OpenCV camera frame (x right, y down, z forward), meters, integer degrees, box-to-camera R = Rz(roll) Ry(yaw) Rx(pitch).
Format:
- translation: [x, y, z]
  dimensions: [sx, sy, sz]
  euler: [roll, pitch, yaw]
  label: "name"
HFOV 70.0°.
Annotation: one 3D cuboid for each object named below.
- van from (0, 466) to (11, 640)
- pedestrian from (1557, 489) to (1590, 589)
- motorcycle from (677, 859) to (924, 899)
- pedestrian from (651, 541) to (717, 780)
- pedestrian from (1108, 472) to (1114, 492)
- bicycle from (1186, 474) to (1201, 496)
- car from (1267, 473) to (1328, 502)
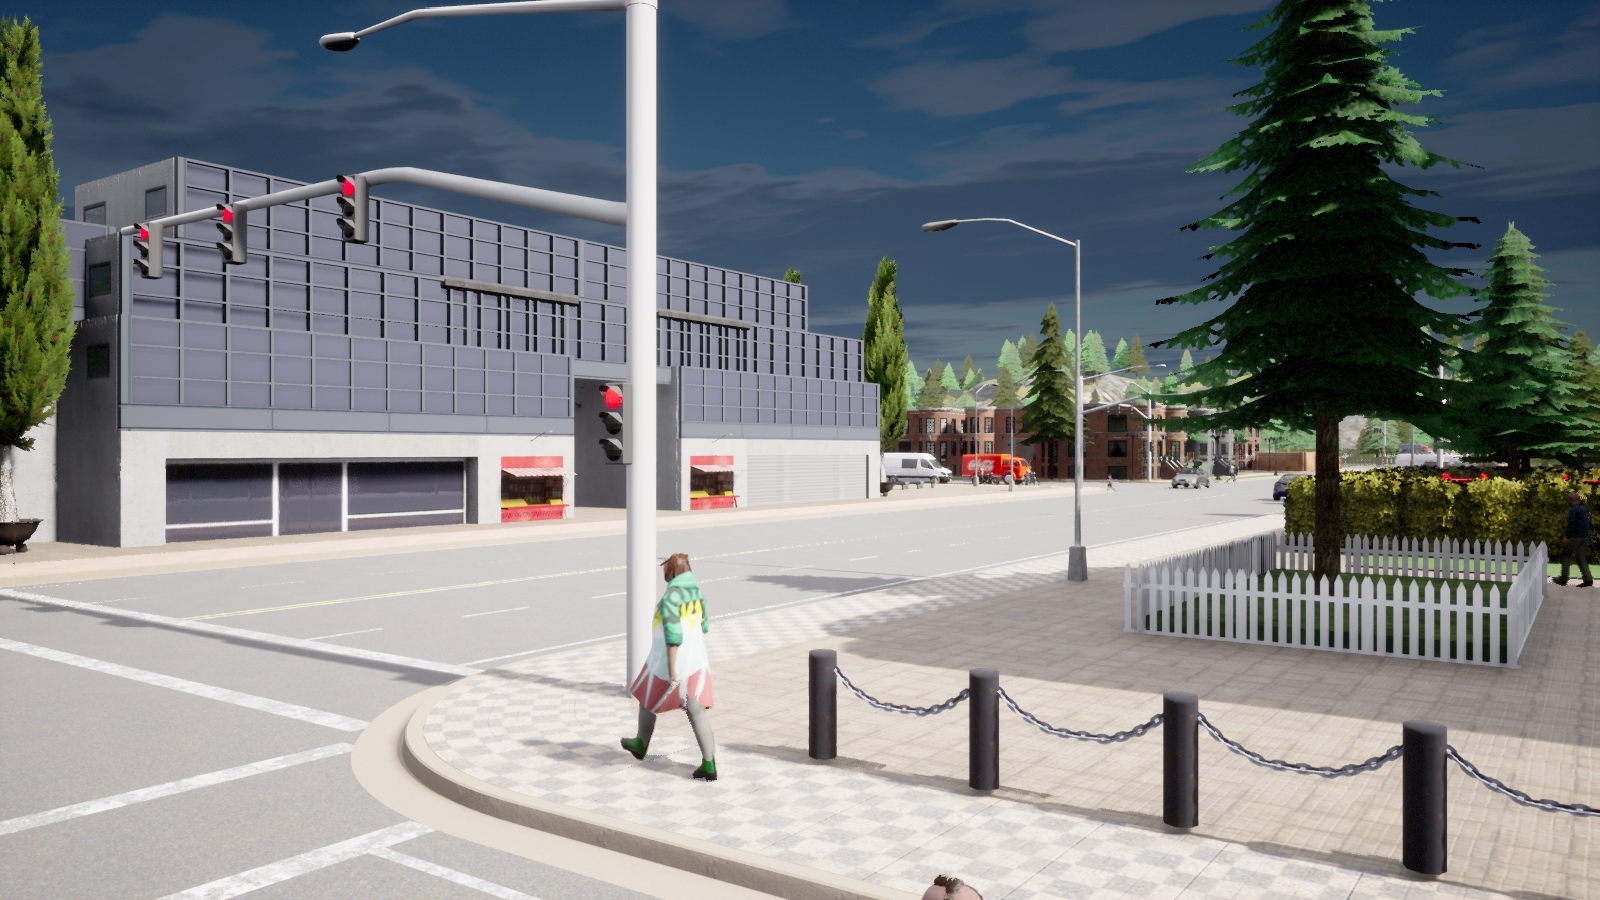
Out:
- translation: [-13.558, 1.534, 14.473]
  dimensions: [1.988, 2.561, 5.915]
  euler: [-1, 0, 16]
  label: "van"
- translation: [14.735, 1.687, 21.776]
  dimensions: [0.375, 1.860, 0.375]
  euler: [0, 0, -20]
  label: "pedestrian"
- translation: [0.509, 2.205, 3.428]
  dimensions: [2.209, 1.251, 0.867]
  euler: [0, 0, 35]
  label: "motorcycle"
- translation: [-0.949, 1.697, 9.353]
  dimensions: [0.375, 1.860, 0.375]
  euler: [0, 0, 40]
  label: "pedestrian"
- translation: [20.642, 2.128, 75.829]
  dimensions: [0.375, 1.300, 0.375]
  euler: [0, 0, 18]
  label: "pedestrian"
- translation: [24.322, 2.156, 70.609]
  dimensions: [0.373, 1.296, 1.643]
  euler: [0, 0, 35]
  label: "bicycle"
- translation: [27.765, 2.063, 63.661]
  dimensions: [2.163, 1.488, 4.792]
  euler: [0, 0, 35]
  label: "car"
